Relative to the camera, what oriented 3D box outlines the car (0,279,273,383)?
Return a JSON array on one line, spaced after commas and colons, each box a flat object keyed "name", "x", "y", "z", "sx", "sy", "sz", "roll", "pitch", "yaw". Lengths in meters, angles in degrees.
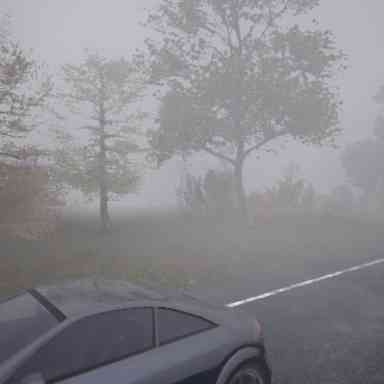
[{"name": "car", "x": -1.192, "y": 1.602, "z": 2.958, "sx": 4.181, "sy": 1.385, "sz": 1.994, "roll": 0, "pitch": -1, "yaw": -38}]
